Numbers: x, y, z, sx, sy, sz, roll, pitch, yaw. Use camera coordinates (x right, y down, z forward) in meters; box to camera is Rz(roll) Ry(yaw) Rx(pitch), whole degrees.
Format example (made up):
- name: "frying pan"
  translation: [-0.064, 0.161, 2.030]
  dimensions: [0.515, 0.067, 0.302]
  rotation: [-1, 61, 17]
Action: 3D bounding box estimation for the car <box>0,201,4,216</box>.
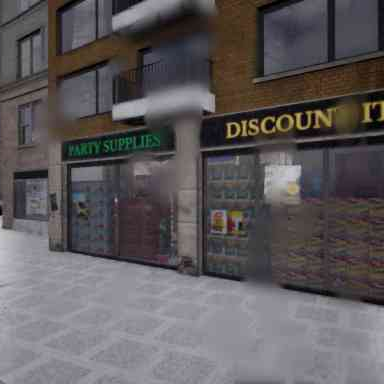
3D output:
- name: "car"
  translation: [-16.711, 1.352, 26.748]
  dimensions: [1.882, 1.535, 5.008]
  rotation: [0, 0, 35]
